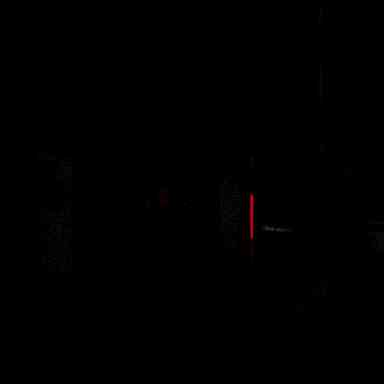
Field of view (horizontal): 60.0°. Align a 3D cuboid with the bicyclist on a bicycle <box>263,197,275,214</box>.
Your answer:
[{"bbox_3d":[7.417,1.349,32.129,1.656,1.620,0.582,0,0,-36],"label":"bicyclist on a bicycle"}]
